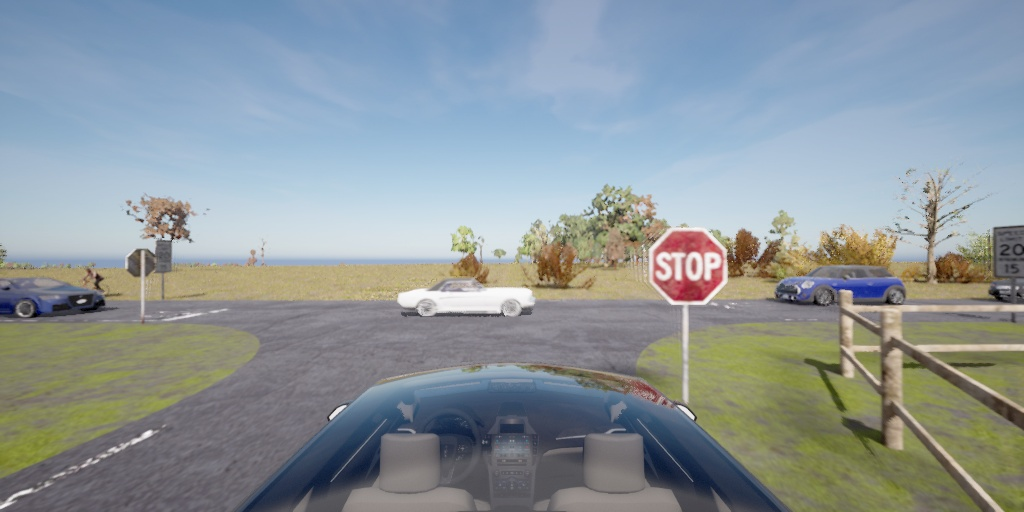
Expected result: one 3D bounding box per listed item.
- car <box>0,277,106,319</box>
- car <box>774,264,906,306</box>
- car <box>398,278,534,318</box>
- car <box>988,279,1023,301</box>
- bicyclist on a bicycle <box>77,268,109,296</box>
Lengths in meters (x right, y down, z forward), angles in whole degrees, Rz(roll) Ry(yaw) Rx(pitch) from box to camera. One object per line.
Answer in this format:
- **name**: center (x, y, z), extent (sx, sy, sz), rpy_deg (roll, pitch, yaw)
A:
- **car**: center (-17.841, 1.486, 13.209), extent (4.181, 1.385, 1.994), rpy_deg (0, -1, 0)
- **car**: center (14.384, 1.218, 15.932), extent (4.553, 1.767, 2.097), rpy_deg (0, -1, 0)
- **car**: center (-1.540, 1.477, 13.097), extent (4.718, 1.301, 1.895), rpy_deg (0, -1, 0)
- **car**: center (24.290, 1.335, 15.860), extent (4.902, 1.511, 2.128), rpy_deg (0, -1, 0)
- **bicyclist on a bicycle**: center (-22.523, 1.455, 19.218), extent (0.582, 1.620, 1.656), rpy_deg (0, 0, 0)
